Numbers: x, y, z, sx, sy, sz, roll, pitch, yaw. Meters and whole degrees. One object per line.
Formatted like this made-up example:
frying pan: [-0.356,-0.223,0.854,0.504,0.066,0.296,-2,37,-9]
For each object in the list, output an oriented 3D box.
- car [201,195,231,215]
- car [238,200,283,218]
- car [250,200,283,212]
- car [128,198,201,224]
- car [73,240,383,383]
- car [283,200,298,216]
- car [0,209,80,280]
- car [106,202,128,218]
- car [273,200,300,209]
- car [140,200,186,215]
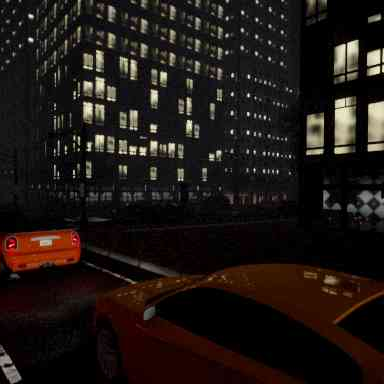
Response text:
car: [1.949,1.423,37.445,5.566,2.045,2.150,1,1,-39]
car: [6.760,1.832,33.910,4.829,1.417,1.752,1,0,-39]
car: [9.850,1.814,43.834,4.674,1.442,1.812,1,1,-39]
car: [-2.139,1.523,26.708,5.009,1.841,2.192,1,0,-39]
car: [0.730,1.476,3.273,1.882,1.535,5.008,0,0,-40]
car: [11.012,1.935,37.351,4.206,1.307,1.802,1,0,-39]
car: [-5.186,1.347,10.335,2.097,1.767,4.553,0,0,-40]
car: [-5.745,1.642,31.239,4.674,1.442,1.812,1,1,-38]
car: [14.502,1.881,50.954,4.313,1.339,1.947,1,0,-39]
car: [-3.163,1.647,36.662,4.829,1.417,1.752,1,0,-39]
